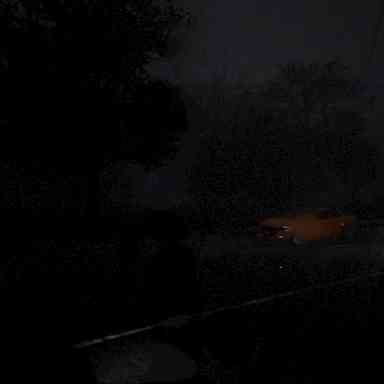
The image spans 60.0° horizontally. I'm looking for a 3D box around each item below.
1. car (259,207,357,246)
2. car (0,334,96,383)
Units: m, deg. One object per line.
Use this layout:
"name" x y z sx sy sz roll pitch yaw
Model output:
"car" 5.379 1.457 15.287 5.008 1.535 1.882 0 0 -28
"car" -2.812 1.516 1.616 4.674 1.442 1.812 0 0 -36
